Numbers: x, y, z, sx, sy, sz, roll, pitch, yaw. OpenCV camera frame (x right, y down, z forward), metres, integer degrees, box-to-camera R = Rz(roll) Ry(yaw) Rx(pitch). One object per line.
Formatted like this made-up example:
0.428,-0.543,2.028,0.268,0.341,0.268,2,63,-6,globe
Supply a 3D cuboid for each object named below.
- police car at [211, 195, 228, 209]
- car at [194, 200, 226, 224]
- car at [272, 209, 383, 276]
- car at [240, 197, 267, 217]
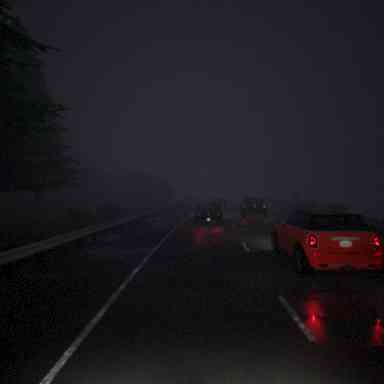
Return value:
3.420,1.204,41.380,1.930,1.638,5.238,0,0,9,police car
1.259,1.473,23.654,1.895,1.301,4.718,0,0,5,car
3.907,1.299,10.380,2.097,1.767,4.553,0,0,2,car
5.356,1.198,29.344,2.097,1.767,4.553,0,0,6,car
